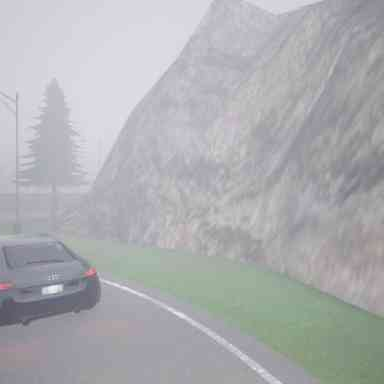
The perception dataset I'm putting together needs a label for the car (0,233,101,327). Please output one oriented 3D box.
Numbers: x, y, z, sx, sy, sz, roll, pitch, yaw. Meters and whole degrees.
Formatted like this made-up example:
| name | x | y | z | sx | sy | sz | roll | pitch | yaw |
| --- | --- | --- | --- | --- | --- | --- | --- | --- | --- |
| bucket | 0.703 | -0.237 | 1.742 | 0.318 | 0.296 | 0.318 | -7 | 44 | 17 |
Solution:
| name | x | y | z | sx | sy | sz | roll | pitch | yaw |
| --- | --- | --- | --- | --- | --- | --- | --- | --- | --- |
| car | -3.587 | 1.564 | 6.974 | 1.994 | 1.385 | 4.181 | 0 | 0 | -41 |
